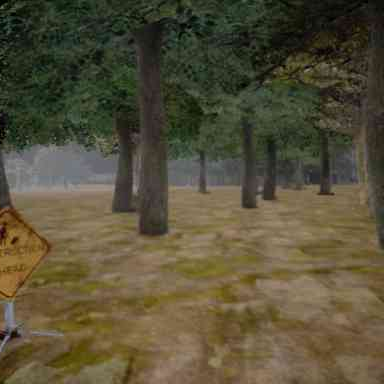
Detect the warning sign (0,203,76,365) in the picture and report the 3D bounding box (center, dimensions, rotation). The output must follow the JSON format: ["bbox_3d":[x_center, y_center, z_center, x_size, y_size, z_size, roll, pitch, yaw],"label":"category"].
[{"bbox_3d":[-2.509,1.119,4.552,1.060,1.860,1.300,-2,0,35],"label":"warning sign"}]
